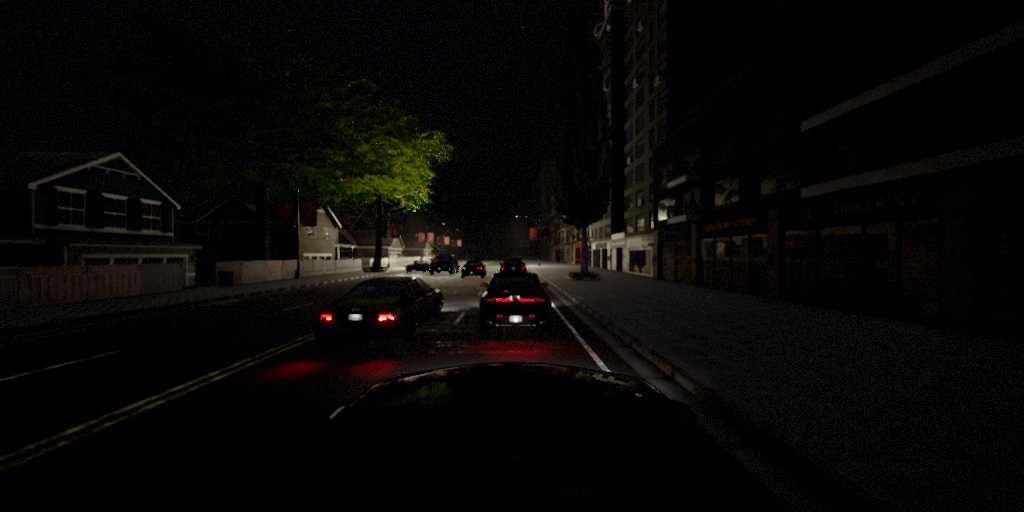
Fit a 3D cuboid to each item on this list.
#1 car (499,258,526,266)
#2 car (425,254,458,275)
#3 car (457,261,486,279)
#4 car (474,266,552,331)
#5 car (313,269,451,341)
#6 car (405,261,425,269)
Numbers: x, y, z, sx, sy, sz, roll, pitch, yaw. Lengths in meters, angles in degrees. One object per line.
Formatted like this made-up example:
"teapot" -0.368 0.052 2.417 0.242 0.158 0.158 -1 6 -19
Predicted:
"car" 0.060 0.951 29.027 2.097 1.767 4.553 0 0 -1
"car" -6.655 0.781 35.563 2.150 2.045 5.566 0 0 0
"car" -3.198 1.115 30.560 1.812 1.442 4.674 0 0 0
"car" 0.086 1.206 10.747 1.837 1.490 4.892 0 0 0
"car" -3.156 1.255 9.657 2.033 1.411 5.357 0 0 -1
"car" -9.907 1.144 38.386 1.895 1.301 4.718 0 0 0
